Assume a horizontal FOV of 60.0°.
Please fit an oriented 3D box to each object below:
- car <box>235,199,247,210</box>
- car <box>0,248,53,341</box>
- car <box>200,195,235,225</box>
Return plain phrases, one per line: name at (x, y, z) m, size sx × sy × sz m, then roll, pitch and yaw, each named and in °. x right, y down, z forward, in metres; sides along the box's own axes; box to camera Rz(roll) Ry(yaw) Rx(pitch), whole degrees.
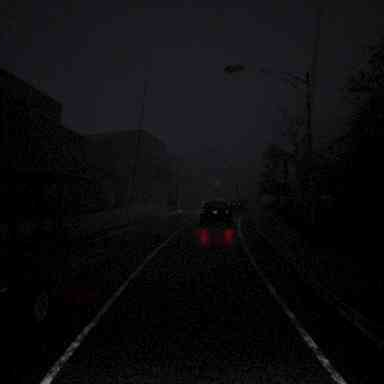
car at (5.747, 1.543, 42.296) m, size 2.033 × 1.411 × 5.357 m, roll -2°, pitch 0°, yaw 16°
car at (-3.489, 1.538, 4.390) m, size 1.812 × 1.442 × 4.674 m, roll 0°, pitch 0°, yaw 1°
car at (1.850, 1.372, 24.157) m, size 2.097 × 1.767 × 4.553 m, roll -1°, pitch 0°, yaw 8°
